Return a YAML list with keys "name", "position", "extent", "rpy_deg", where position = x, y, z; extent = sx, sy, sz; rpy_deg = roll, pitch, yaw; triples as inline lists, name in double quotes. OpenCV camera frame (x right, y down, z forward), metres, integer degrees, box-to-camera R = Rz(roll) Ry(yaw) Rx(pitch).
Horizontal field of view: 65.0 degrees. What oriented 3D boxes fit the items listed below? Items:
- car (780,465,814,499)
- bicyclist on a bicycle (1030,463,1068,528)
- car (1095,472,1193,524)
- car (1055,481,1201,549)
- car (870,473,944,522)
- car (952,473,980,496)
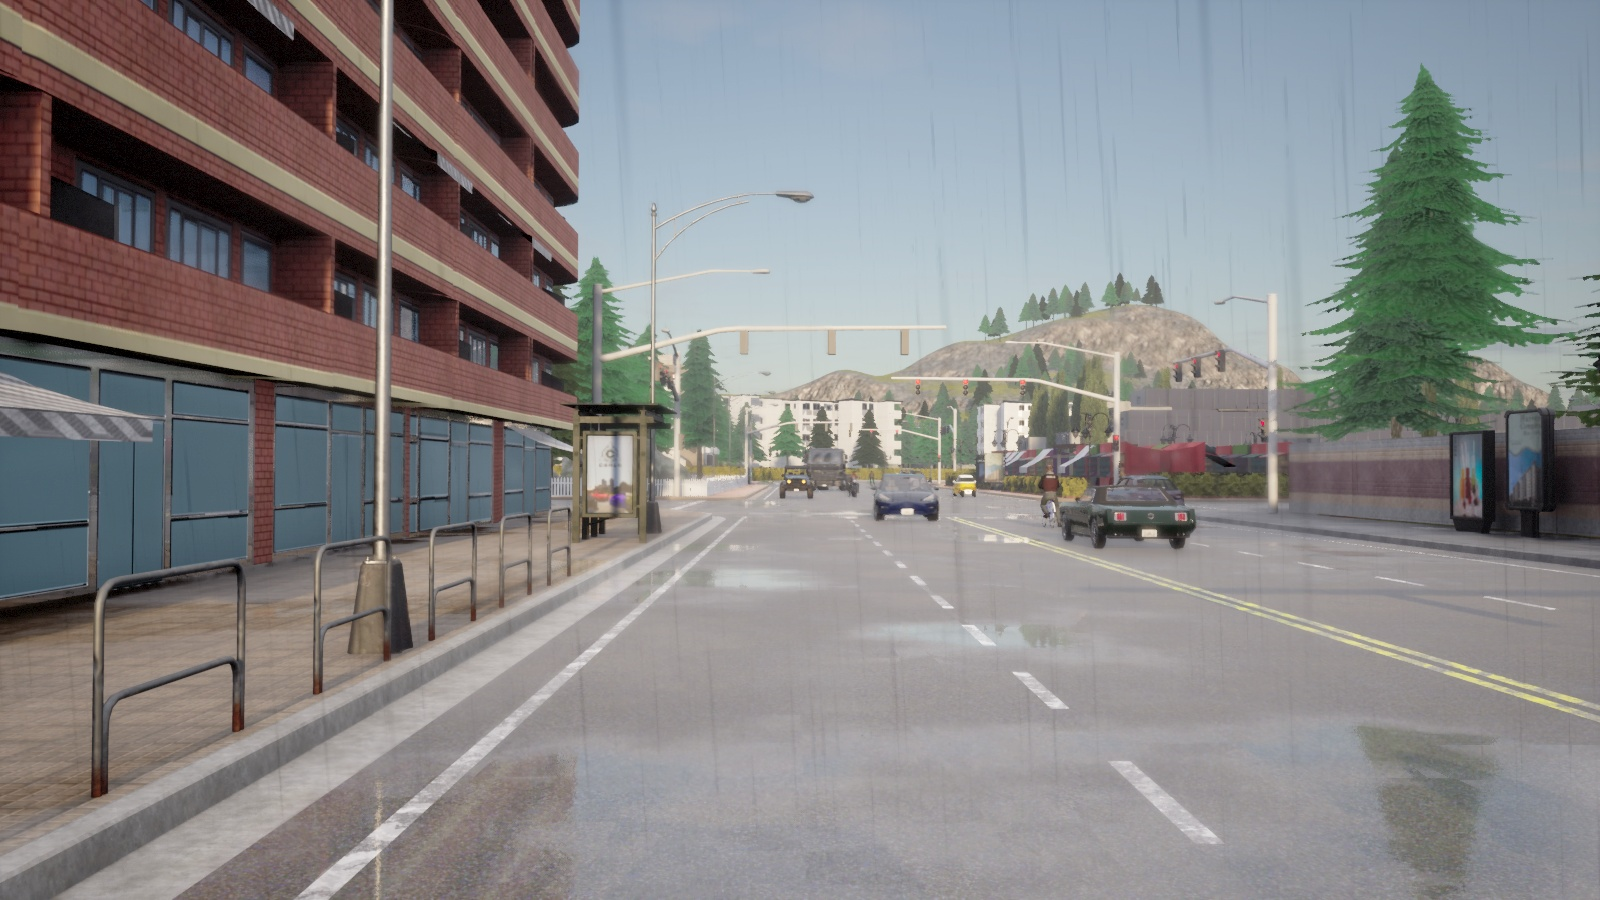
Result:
- name: "car"
  position: [-0.188, 1.817, 72.000]
  extent: [1.905, 1.878, 3.866]
  rpy_deg: [0, -1, 0]
- name: "bicyclist on a bicycle"
  position: [6.908, 1.242, 34.922]
  extent: [0.659, 1.776, 1.843]
  rpy_deg: [0, -1, 0]
- name: "car"
  position: [10.400, 1.428, 38.265]
  extent: [1.816, 1.474, 4.193]
  rpy_deg: [0, -1, 0]
- name: "car"
  position: [6.929, 1.340, 27.048]
  extent: [1.895, 1.301, 4.718]
  rpy_deg: [0, -1, 0]
- name: "car"
  position: [3.387, 1.481, 40.579]
  extent: [2.163, 1.488, 4.792]
  rpy_deg: [0, -1, 2]
- name: "car"
  position: [10.313, 2.137, 78.119]
  extent: [1.481, 1.376, 2.207]
  rpy_deg: [0, -1, -1]
